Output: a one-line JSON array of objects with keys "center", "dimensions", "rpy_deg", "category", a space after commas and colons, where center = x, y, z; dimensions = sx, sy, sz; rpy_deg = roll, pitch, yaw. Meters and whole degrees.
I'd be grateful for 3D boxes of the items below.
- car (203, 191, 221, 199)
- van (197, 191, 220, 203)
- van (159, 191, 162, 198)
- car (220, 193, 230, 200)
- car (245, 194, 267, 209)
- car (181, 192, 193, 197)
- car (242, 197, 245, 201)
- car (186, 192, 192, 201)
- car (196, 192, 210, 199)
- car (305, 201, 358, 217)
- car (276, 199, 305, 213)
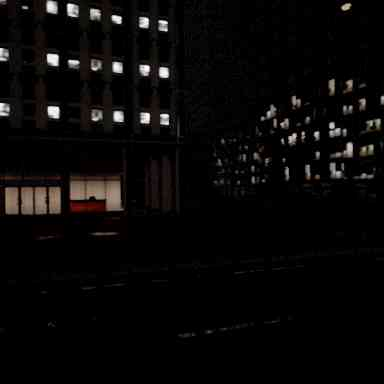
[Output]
[{"center": [4.553, 0.634, 74.963], "dimensions": [2.192, 1.841, 5.009], "rpy_deg": [0, 1, -20], "category": "car"}, {"center": [2.672, 0.953, 56.059], "dimensions": [1.690, 1.788, 3.998], "rpy_deg": [0, 1, -20], "category": "van"}, {"center": [-7.275, 0.688, 82.679], "dimensions": [1.690, 1.788, 3.998], "rpy_deg": [0, 1, -20], "category": "van"}, {"center": [6.544, 0.954, 69.642], "dimensions": [1.802, 1.307, 4.206], "rpy_deg": [0, 1, -20], "category": "car"}, {"center": [8.590, 1.332, 40.072], "dimensions": [1.947, 1.339, 4.313], "rpy_deg": [0, 1, -20], "category": "car"}, {"center": [-1.414, 0.711, 90.937], "dimensions": [2.008, 1.369, 4.403], "rpy_deg": [0, 1, -20], "category": "car"}, {"center": [10.523, 1.060, 58.993], "dimensions": [1.802, 1.307, 4.206], "rpy_deg": [0, 1, -20], "category": "car"}, {"center": [-1.307, 1.057, 66.710], "dimensions": [2.008, 1.369, 4.403], "rpy_deg": [0, 1, -20], "category": "car"}, {"center": [2.564, 0.707, 80.288], "dimensions": [1.967, 1.590, 4.097], "rpy_deg": [0, 1, -20], "category": "car"}, {"center": [12.498, 1.434, 29.396], "dimensions": [1.947, 1.339, 4.313], "rpy_deg": [0, 1, -20], "category": "car"}, {"center": [10.525, 1.399, 34.729], "dimensions": [1.802, 1.307, 4.206], "rpy_deg": [0, 1, -20], "category": "car"}]
